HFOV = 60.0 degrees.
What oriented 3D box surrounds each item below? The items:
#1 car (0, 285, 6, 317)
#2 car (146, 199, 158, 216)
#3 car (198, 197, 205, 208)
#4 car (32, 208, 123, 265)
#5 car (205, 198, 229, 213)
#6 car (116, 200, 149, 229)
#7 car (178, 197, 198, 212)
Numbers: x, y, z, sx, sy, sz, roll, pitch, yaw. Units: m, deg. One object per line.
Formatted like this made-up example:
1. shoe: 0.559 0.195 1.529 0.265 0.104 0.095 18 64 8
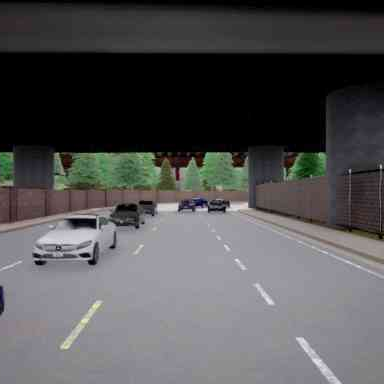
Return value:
1. car: -3.632 1.601 2.677 1.895 1.301 4.718 0 0 -2
2. car: -4.393 1.508 32.155 1.837 1.490 4.892 0 0 -1
3. car: 1.071 1.483 48.642 1.882 1.535 5.008 0 0 15
4. car: -3.898 1.527 11.833 1.812 1.442 4.674 0 0 -2
5. car: 2.776 1.568 37.354 1.994 1.385 4.181 0 0 4
6. car: -4.176 1.507 21.813 1.837 1.490 4.892 0 0 -2
7. car: -0.577 1.530 38.972 1.812 1.442 4.674 0 0 3
